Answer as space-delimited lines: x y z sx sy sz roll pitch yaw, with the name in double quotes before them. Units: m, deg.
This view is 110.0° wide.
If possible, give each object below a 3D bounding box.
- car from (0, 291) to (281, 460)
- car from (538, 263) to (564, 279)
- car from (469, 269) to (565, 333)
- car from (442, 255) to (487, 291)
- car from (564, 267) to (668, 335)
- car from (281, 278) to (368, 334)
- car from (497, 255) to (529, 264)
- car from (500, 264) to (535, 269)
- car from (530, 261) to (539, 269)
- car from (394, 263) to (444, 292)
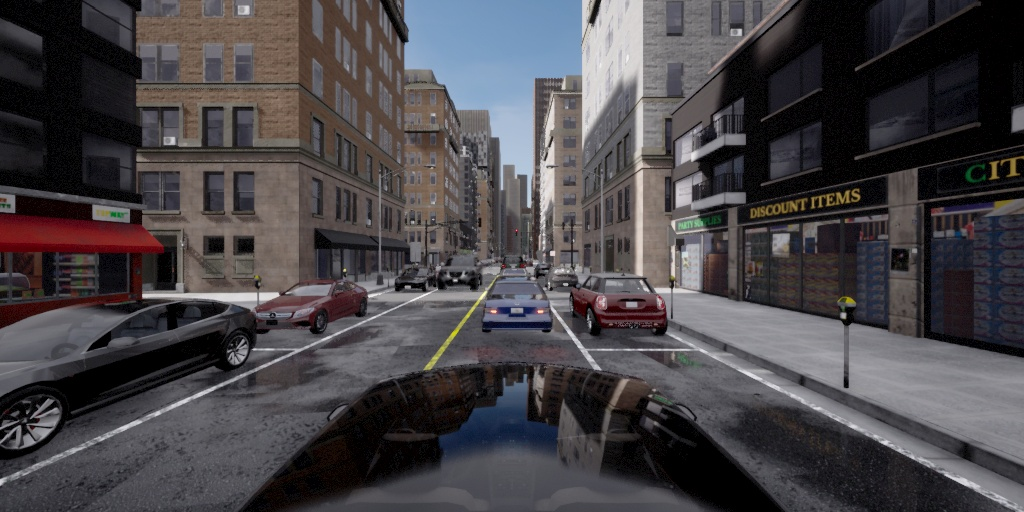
"car" -5.664 1.316 5.040 1.948 1.339 4.313 0 0 0
"car" 2.902 1.301 21.523 2.007 1.370 4.403 0 0 0
"car" 0.121 1.297 10.736 2.033 1.411 5.357 0 0 0
"car" -3.038 0.971 22.186 2.150 2.045 5.566 0 0 1
"car" 2.875 1.190 10.520 1.967 1.591 4.097 0 0 0
"car" -5.650 1.332 10.542 1.802 1.307 4.207 0 0 0
"car" 0.078 0.975 31.273 2.150 2.045 5.566 0 0 -1
"car" 0.145 1.352 21.241 1.895 1.301 4.718 0 0 0
"car" 2.929 1.319 32.526 1.948 1.339 4.313 0 0 0
"car" -5.624 1.317 21.544 1.948 1.339 4.313 0 0 0
